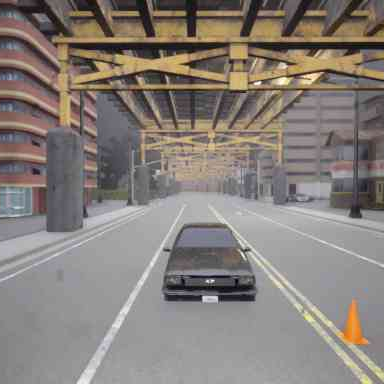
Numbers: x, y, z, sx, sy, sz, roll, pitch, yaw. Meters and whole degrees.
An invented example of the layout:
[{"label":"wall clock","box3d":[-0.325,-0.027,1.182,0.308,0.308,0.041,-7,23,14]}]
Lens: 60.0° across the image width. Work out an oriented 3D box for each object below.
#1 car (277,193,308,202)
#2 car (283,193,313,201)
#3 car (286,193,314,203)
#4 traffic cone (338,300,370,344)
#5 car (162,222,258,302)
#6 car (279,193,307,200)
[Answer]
[{"label":"car","box3d":[17.806,0.960,58.938,4.974,1.542,2.038,0,1,25]},{"label":"car","box3d":[17.507,0.850,54.797,4.536,1.218,1.853,0,1,-20]},{"label":"car","box3d":[17.458,1.008,54.781,4.974,1.542,2.038,0,1,-20]},{"label":"traffic cone","box3d":[2.453,1.949,5.059,0.340,0.580,0.340,0,0,0]},{"label":"car","box3d":[0.360,1.534,8.666,2.033,1.411,5.357,0,0,1]},{"label":"car","box3d":[17.853,0.803,58.915,4.536,1.218,1.853,0,1,25]}]
